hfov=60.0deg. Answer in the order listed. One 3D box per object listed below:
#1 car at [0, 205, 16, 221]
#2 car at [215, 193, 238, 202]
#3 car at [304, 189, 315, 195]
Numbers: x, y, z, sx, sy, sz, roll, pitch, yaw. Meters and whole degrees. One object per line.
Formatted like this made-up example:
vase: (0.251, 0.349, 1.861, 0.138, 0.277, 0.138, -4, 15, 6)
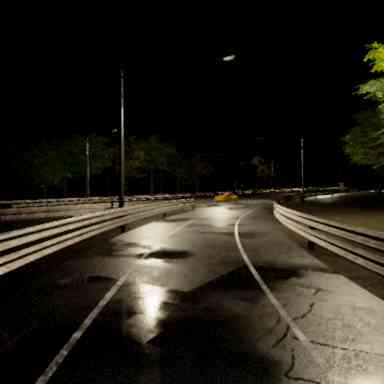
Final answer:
car: (-18.341, 1.596, 28.722, 2.150, 2.045, 5.566, 0, 1, 41)
car: (5.920, 0.920, 56.795, 1.882, 1.535, 5.008, 0, 2, 41)
car: (29.677, -0.017, 84.280, 2.033, 1.411, 5.357, 0, 2, 41)
